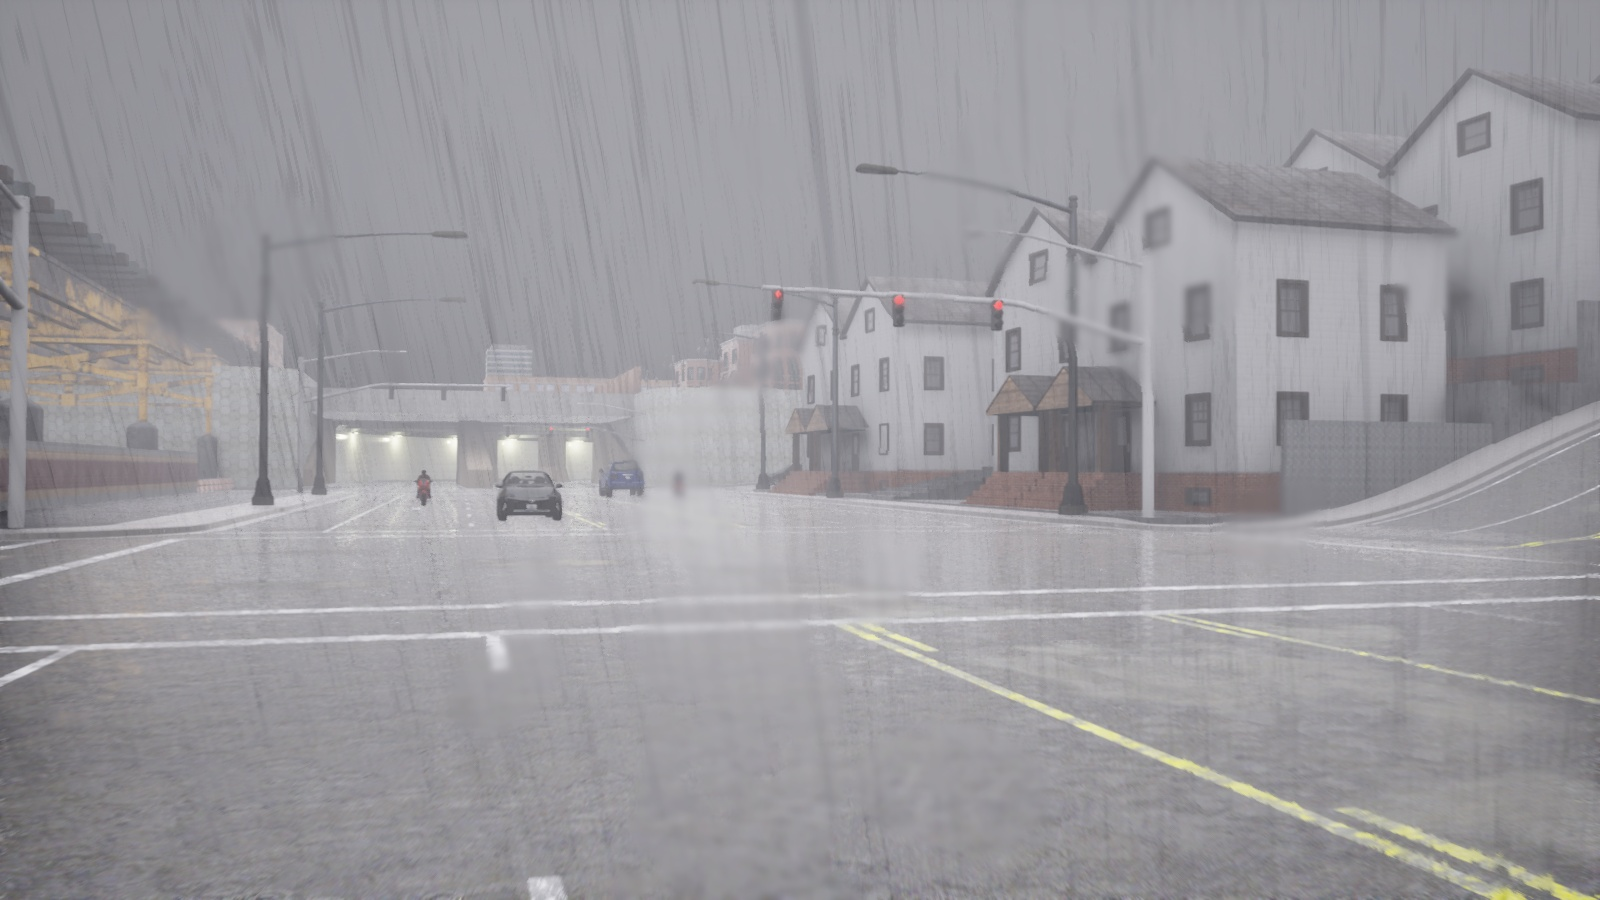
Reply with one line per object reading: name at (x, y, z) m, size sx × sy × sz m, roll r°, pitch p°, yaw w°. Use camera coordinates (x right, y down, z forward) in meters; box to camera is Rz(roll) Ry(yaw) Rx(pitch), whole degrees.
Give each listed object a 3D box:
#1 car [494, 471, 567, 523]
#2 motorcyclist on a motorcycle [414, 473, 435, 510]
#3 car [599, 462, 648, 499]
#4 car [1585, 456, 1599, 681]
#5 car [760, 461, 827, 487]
car at (-8.545, 1.437, 39.504) m, size 2.007 × 1.525 × 4.514 m, roll 0°, pitch -1°, yaw -15°
motorcyclist on a motorcycle at (-15.672, 1.711, 52.431) m, size 0.797 × 1.523 × 2.044 m, roll 0°, pitch -1°, yaw -15°
car at (-10.261, 1.755, 72.619) m, size 2.150 × 2.045 × 5.566 m, roll 0°, pitch -1°, yaw -15°
car at (7.450, 0.832, 7.233) m, size 2.033 × 1.649 × 4.856 m, roll 0°, pitch -1°, yaw -15°
car at (-0.521, 1.840, 96.609) m, size 4.674 × 1.442 × 1.812 m, roll -7°, pitch 1°, yaw -16°
